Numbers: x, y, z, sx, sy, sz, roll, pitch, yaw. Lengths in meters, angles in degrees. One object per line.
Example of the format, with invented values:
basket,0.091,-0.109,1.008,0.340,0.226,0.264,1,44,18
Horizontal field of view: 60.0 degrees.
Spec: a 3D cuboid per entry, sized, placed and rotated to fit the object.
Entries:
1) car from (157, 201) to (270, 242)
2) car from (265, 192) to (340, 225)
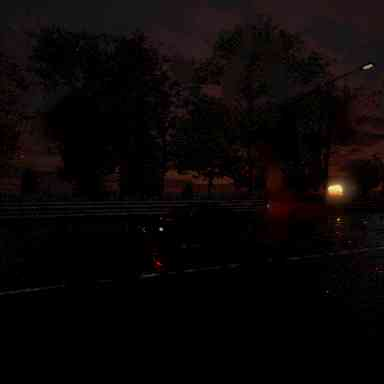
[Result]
car,0.864,1.286,14.914,4.892,1.490,1.837,0,0,-27
car,7.218,1.017,22.053,5.566,2.045,2.150,0,0,-26
